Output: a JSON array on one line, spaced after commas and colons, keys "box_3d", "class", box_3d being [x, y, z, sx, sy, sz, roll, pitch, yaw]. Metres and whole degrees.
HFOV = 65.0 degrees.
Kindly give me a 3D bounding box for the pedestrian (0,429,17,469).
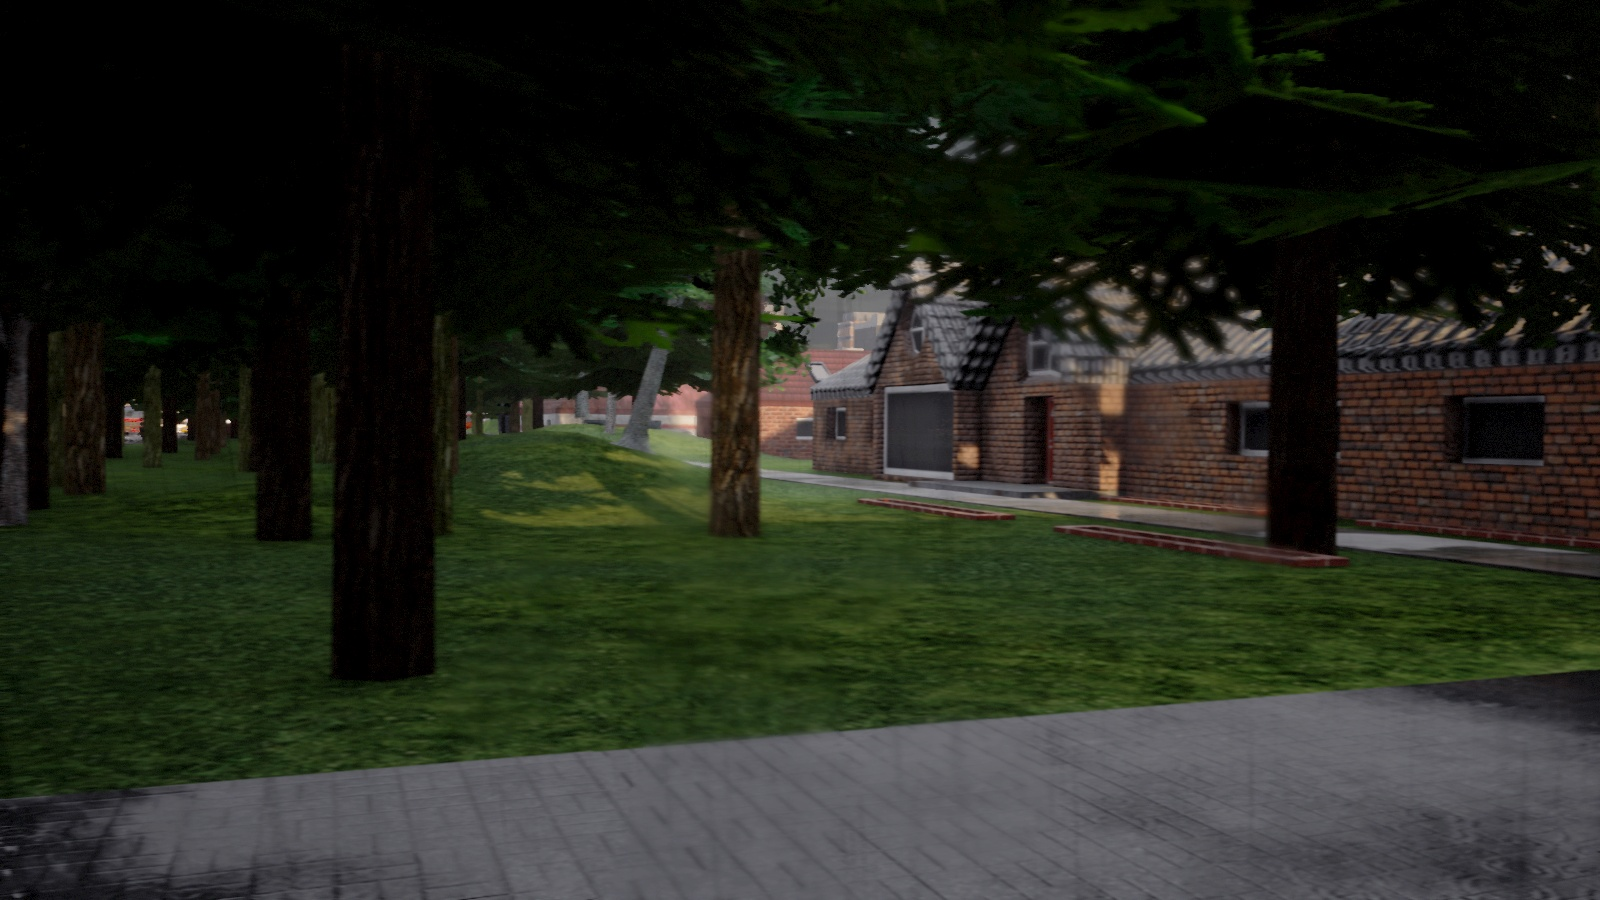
[{"box_3d": [-37.292, -0.052, 59.163, 0.402, 1.842, 0.726, -1, 1, -11], "class": "pedestrian"}]
